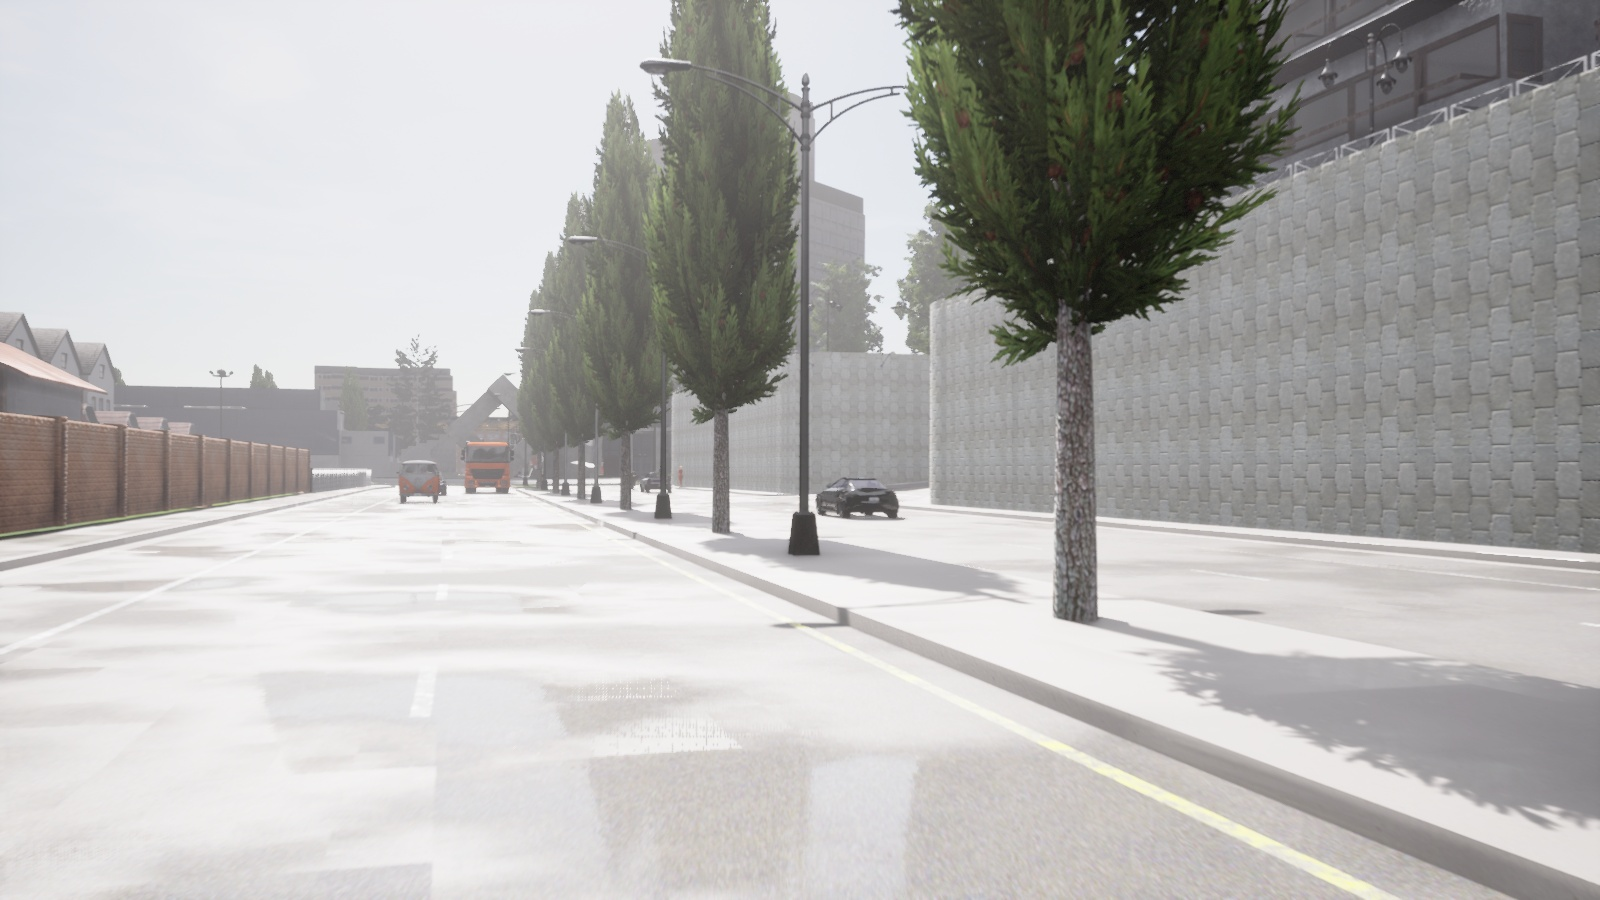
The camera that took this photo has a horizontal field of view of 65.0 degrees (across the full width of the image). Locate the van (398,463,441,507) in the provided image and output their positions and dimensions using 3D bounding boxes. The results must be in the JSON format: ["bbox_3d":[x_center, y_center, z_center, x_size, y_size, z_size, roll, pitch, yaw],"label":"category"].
[{"bbox_3d":[-17.888,1.631,59.165,1.775,1.987,4.442,0,-1,-15],"label":"van"}]

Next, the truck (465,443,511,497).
[{"bbox_3d":[-21.210,1.344,85.110,2.891,3.462,7.936,0,-1,-15],"label":"truck"}]

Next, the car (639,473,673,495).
[{"bbox_3d":[-10.170,2.350,88.340,1.816,1.474,4.193,0,-1,-15],"label":"car"}]

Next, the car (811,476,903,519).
[{"bbox_3d":[1.901,1.596,43.243,1.994,1.385,4.181,0,-1,-15],"label":"car"}]
